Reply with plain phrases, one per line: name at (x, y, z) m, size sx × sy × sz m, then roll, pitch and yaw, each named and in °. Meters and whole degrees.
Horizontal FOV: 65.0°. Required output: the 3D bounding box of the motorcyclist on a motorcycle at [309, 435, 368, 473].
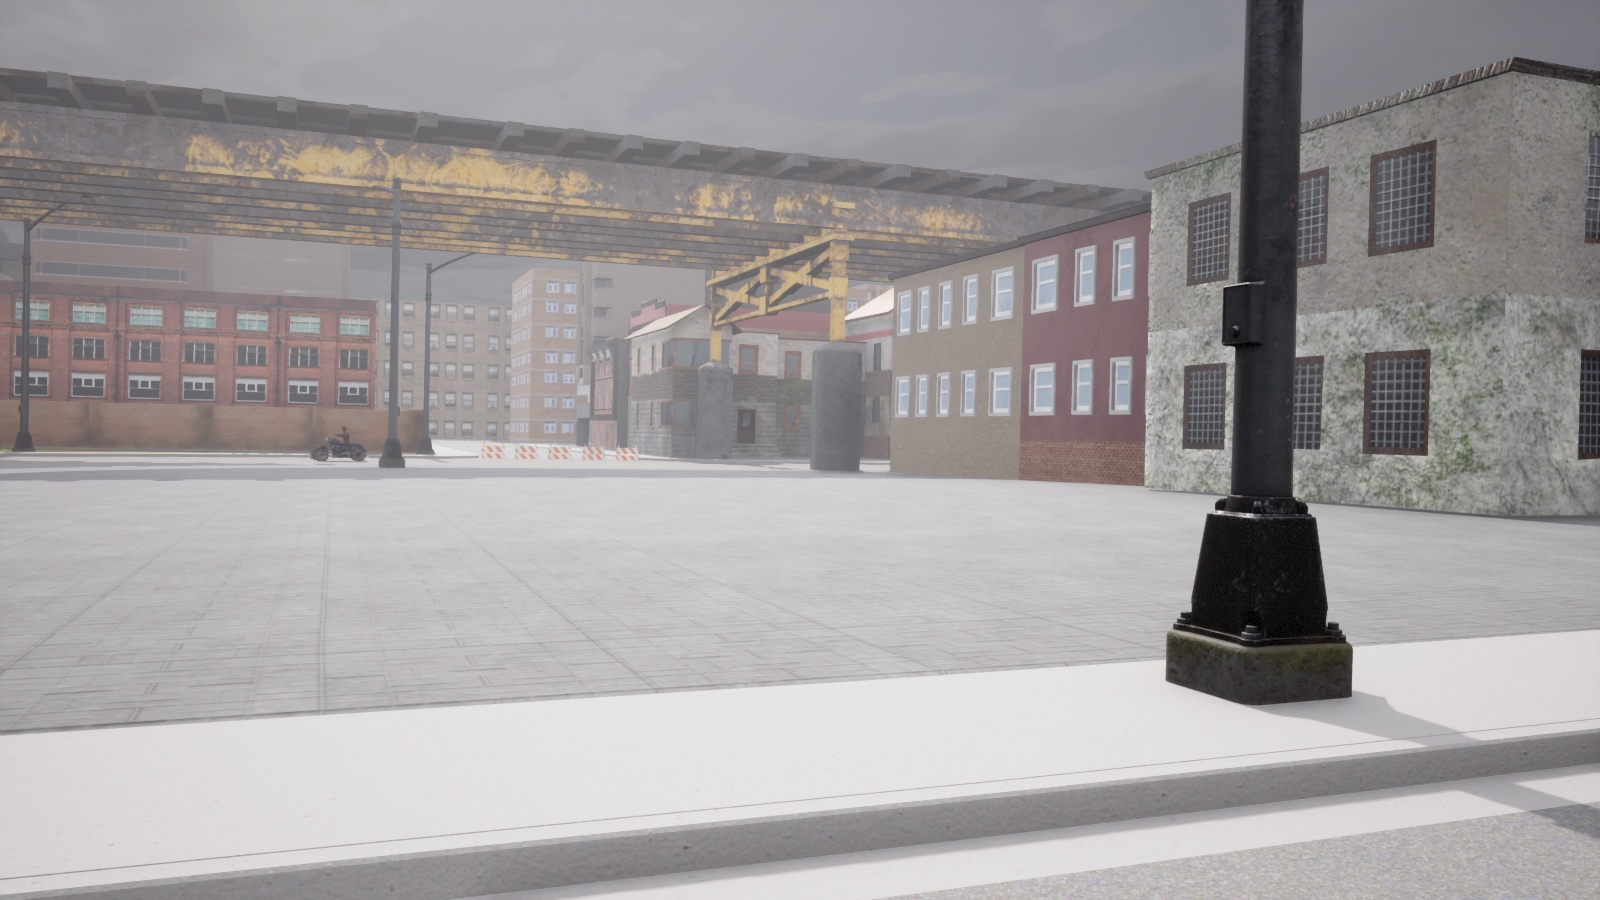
motorcyclist on a motorcycle at (-20.503, 0.171, 55.784) m, size 2.350 × 1.649 × 0.766 m, roll -1°, pitch 1°, yaw -34°
